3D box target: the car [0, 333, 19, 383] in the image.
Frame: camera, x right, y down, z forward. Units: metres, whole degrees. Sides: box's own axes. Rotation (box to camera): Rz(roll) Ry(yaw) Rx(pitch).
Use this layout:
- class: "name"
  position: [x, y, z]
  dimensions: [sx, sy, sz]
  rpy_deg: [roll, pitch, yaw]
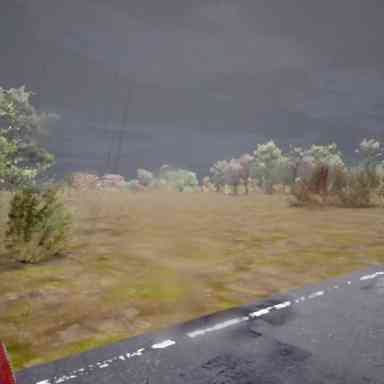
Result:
- class: "car"
  position: [-3.062, 1.387, 1.196]
  dimensions: [4.553, 1.767, 2.097]
  rpy_deg: [-1, 1, -35]
